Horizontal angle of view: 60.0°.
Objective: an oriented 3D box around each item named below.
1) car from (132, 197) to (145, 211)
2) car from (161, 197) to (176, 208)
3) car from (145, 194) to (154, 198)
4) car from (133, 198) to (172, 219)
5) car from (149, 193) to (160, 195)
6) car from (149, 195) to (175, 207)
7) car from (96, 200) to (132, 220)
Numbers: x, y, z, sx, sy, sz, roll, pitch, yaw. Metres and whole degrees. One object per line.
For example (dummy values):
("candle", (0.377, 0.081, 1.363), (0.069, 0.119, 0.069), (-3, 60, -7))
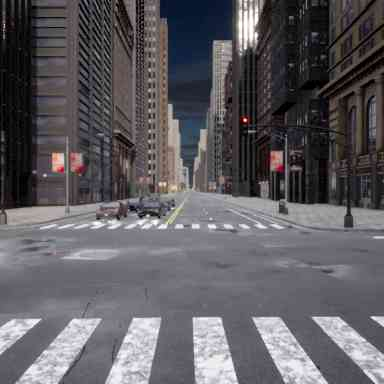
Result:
("car", (-6.675, 1.577, 37.155), (1.895, 1.301, 4.718), (0, 0, 0))
("car", (-3.455, 1.510, 49.774), (2.033, 1.411, 5.357), (0, 0, 0))
("car", (-6.696, 1.470, 47.395), (1.837, 1.490, 4.892), (0, 0, 0))
("car", (-3.383, 1.531, 29.483), (2.033, 1.411, 5.357), (0, 0, 4))
("car", (-6.680, 1.170, 57.844), (2.150, 2.045, 5.566), (0, 0, 1))
("car", (-3.426, 1.466, 39.222), (2.128, 1.511, 4.902), (0, 0, 0))
("car", (-6.655, 1.510, 28.047), (1.812, 1.442, 4.674), (0, 0, 0))
